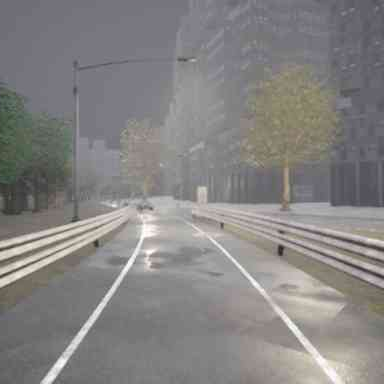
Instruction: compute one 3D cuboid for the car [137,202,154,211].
[{"bbox_3d":[-6.772,2.052,47.669,1.895,1.301,4.718,0,-1,-17],"label":"car"}]
